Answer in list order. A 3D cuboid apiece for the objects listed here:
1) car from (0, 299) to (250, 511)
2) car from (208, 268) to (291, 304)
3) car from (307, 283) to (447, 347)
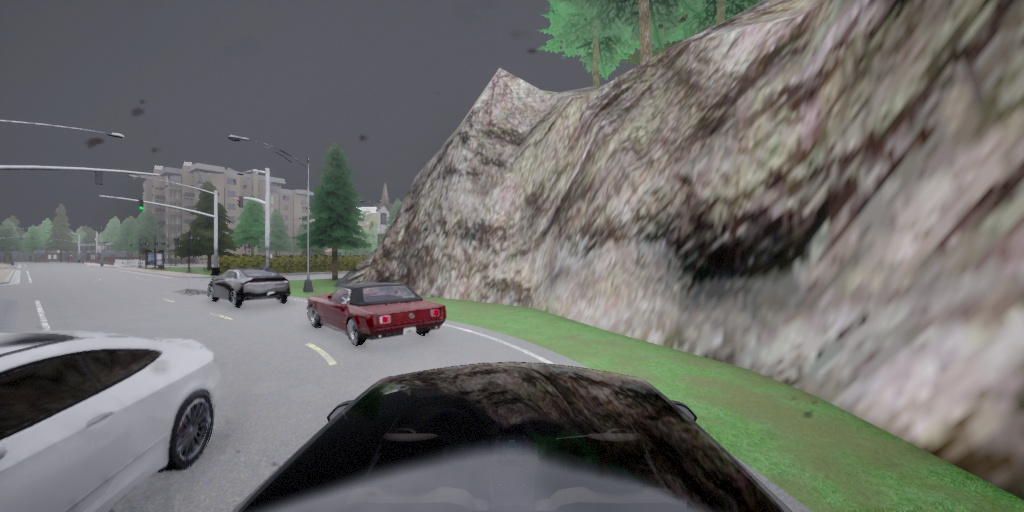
[{"bbox_3d":[-3.579,1.276,1.962,1.812,1.442,4.674,1,0,-14],"label":"car"},{"bbox_3d":[-11.304,1.242,15.344,4.902,1.511,2.128,0,0,37],"label":"car"},{"bbox_3d":[-3.799,1.351,9.464,1.895,1.301,4.718,0,0,-45],"label":"car"}]
